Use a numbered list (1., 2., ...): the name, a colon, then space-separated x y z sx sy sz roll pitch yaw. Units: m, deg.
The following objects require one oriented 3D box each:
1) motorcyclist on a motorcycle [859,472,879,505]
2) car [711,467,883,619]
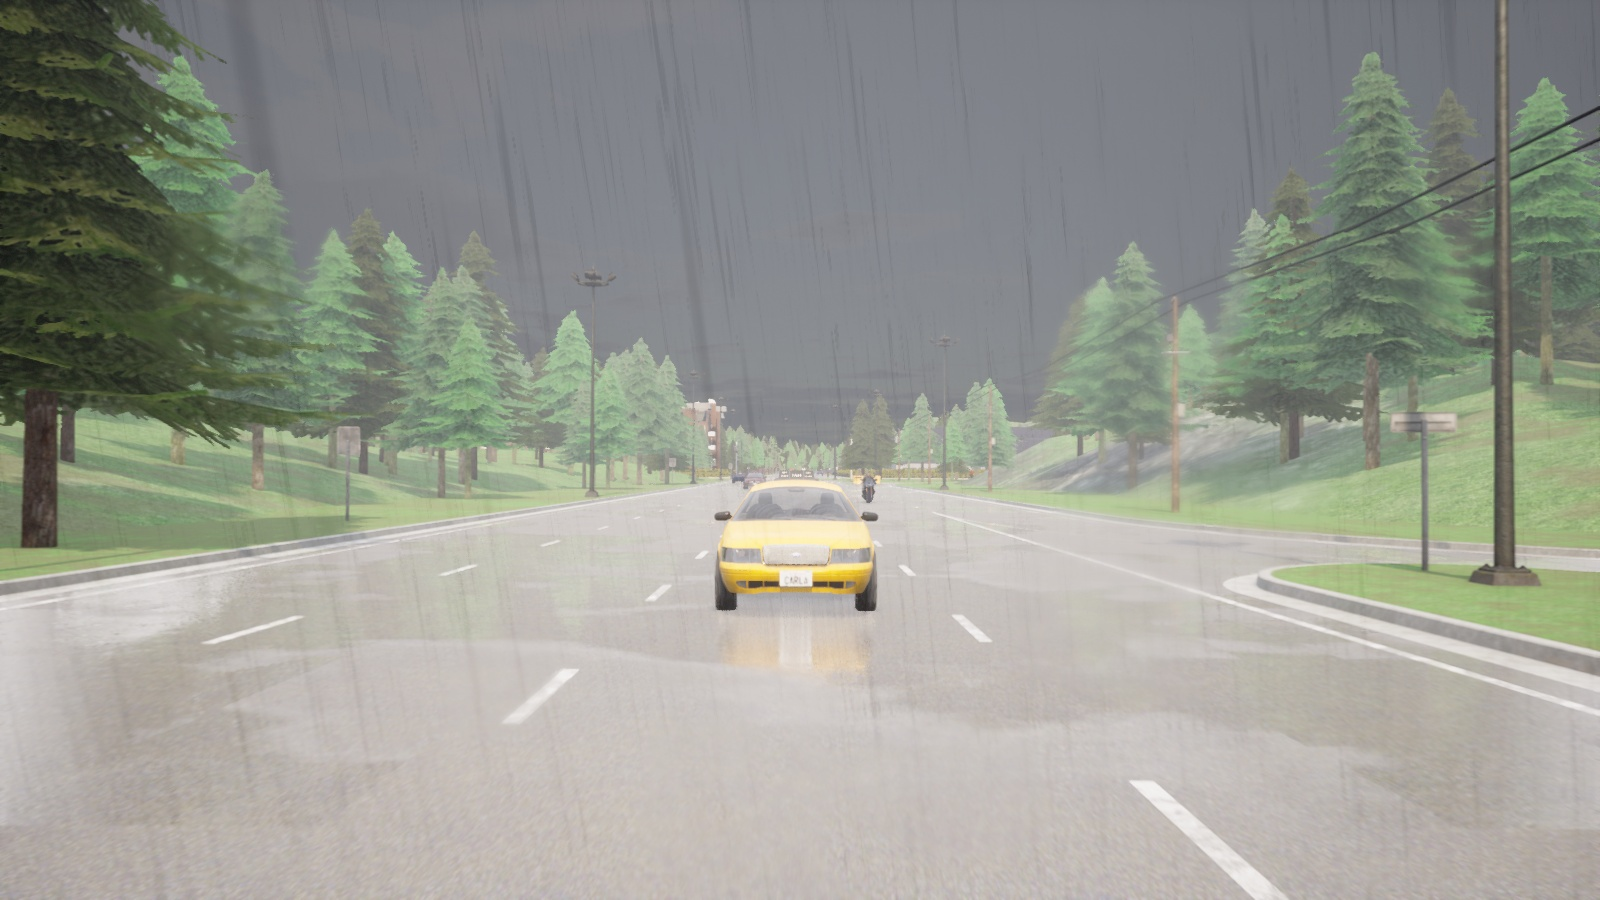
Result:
1. motorcyclist on a motorcycle: 3.352 1.861 61.211 0.866 1.530 2.191 0 -1 0
2. car: -0.039 1.019 15.825 1.801 1.575 5.366 0 -1 0
